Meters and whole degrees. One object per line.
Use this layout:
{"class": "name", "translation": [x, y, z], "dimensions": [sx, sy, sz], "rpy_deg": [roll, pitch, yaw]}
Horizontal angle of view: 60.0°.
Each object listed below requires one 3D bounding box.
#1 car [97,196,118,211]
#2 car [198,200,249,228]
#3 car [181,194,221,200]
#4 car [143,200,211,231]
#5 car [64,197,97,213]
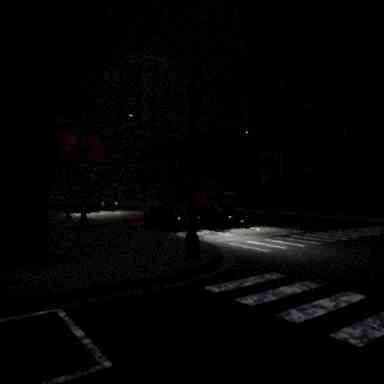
{"class": "car", "translation": [-10.411, 1.292, 39.048], "dimensions": [2.097, 1.767, 4.553], "rpy_deg": [0, 0, -36]}
{"class": "car", "translation": [1.684, 1.497, 22.262], "dimensions": [1.812, 1.442, 4.674], "rpy_deg": [0, 0, -37]}
{"class": "car", "translation": [0.467, 1.177, 29.863], "dimensions": [2.150, 2.045, 5.566], "rpy_deg": [0, 0, -36]}
{"class": "car", "translation": [-1.352, 1.465, 20.885], "dimensions": [2.128, 1.511, 4.902], "rpy_deg": [0, 0, -36]}
{"class": "car", "translation": [-12.465, 1.424, 36.332], "dimensions": [1.882, 1.535, 5.008], "rpy_deg": [0, 0, -36]}
